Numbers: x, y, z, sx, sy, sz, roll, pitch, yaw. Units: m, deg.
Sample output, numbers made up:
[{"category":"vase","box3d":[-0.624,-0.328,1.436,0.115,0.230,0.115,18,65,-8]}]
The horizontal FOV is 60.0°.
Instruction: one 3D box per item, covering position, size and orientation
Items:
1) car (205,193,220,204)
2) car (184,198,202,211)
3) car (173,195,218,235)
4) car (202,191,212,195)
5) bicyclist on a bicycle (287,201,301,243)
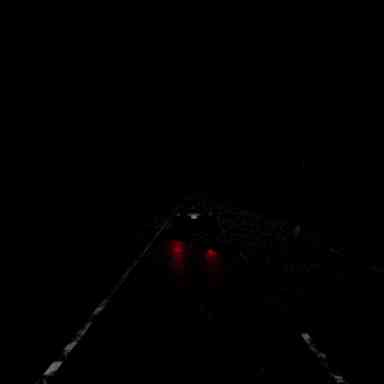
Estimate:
[{"category":"car","box3d":[3.612,1.274,55.777,1.994,1.385,4.181,0,0,0]},{"category":"car","box3d":[0.107,1.403,37.919,1.895,1.301,4.718,0,0,0]},{"category":"car","box3d":[0.103,1.255,18.414,2.097,1.767,4.553,0,0,0]},{"category":"car","box3d":[3.518,0.846,73.639,2.150,2.045,5.566,0,0,0]},{"category":"bicyclist on a bicycle","box3d":[4.469,1.293,14.745,0.659,1.776,1.843,0,1,0]}]
